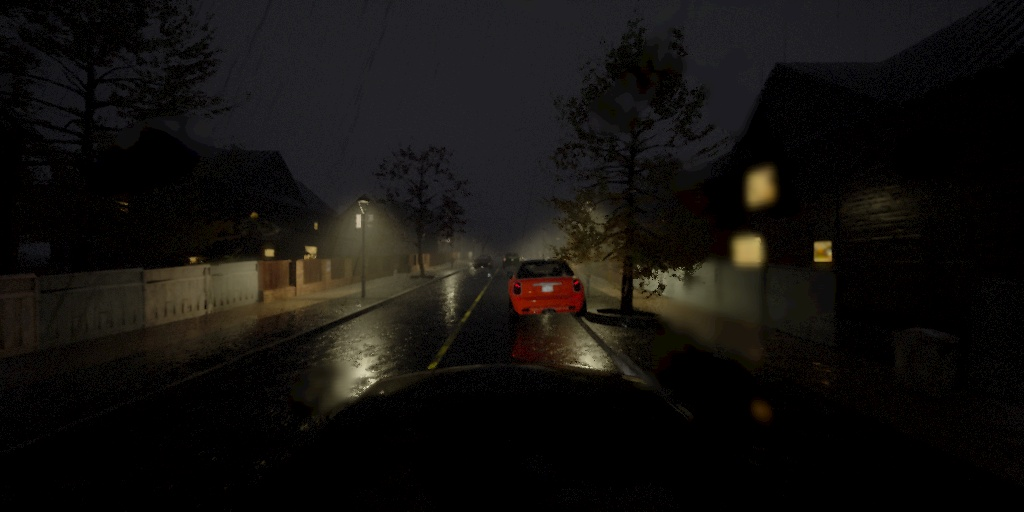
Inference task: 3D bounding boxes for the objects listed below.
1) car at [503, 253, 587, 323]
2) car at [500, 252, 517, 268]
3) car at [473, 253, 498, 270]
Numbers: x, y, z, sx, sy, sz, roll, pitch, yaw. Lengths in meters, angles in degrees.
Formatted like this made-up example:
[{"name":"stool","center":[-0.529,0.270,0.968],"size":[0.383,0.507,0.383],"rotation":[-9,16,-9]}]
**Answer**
[{"name":"car","center":[0.916,0.861,11.422],"size":[2.097,1.767,4.553],"rotation":[-3,0,0]},{"name":"car","center":[0.051,0.394,38.944],"size":[2.097,1.767,4.553],"rotation":[0,1,0]},{"name":"car","center":[-2.867,0.622,37.183],"size":[2.033,1.411,5.357],"rotation":[0,1,0]}]
